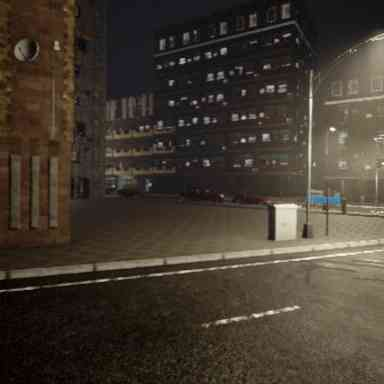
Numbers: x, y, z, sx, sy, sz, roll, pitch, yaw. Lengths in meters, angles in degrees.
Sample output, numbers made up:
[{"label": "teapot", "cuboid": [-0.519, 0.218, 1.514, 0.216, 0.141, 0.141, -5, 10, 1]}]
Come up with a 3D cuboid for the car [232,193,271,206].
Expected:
[{"label": "car", "cuboid": [6.376, 0.818, 35.639, 4.206, 1.307, 1.802, 3, 1, 32]}]

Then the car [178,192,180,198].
[{"label": "car", "cuboid": [0.581, 0.387, 42.241, 4.892, 1.490, 1.837, 3, 2, 32]}]

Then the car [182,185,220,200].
[{"label": "car", "cuboid": [1.287, 0.050, 48.621, 5.009, 1.841, 2.192, 3, 1, 32]}]

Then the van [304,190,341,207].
[{"label": "van", "cuboid": [15.661, 0.753, 39.766, 3.998, 1.788, 1.690, 3, 1, 32]}]

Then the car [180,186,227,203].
[{"label": "car", "cuboid": [1.595, 0.326, 38.589, 5.009, 1.841, 2.192, 3, 1, 32]}]

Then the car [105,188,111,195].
[{"label": "car", "cuboid": [-14.778, -0.288, 51.813, 4.892, 1.490, 1.837, 3, 2, 32]}]

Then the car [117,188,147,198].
[{"label": "car", "cuboid": [-8.003, 0.101, 44.498, 4.507, 1.381, 1.887, 3, 1, 32]}]
